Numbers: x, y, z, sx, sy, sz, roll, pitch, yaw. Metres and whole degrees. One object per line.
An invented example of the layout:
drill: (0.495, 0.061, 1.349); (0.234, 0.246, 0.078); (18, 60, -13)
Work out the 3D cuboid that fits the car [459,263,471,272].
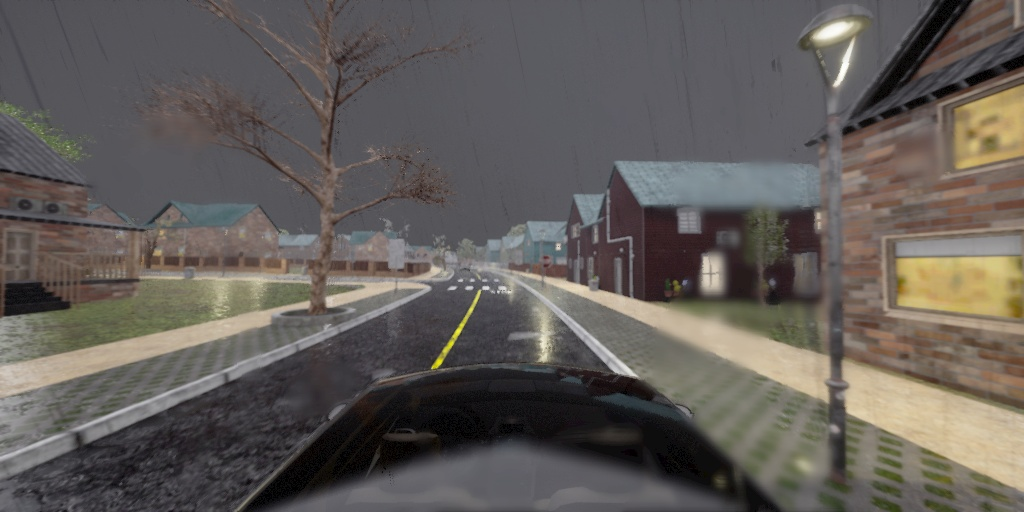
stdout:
car: (-8.188, 1.958, 62.126); (1.837, 1.490, 4.892); (0, -1, -10)
